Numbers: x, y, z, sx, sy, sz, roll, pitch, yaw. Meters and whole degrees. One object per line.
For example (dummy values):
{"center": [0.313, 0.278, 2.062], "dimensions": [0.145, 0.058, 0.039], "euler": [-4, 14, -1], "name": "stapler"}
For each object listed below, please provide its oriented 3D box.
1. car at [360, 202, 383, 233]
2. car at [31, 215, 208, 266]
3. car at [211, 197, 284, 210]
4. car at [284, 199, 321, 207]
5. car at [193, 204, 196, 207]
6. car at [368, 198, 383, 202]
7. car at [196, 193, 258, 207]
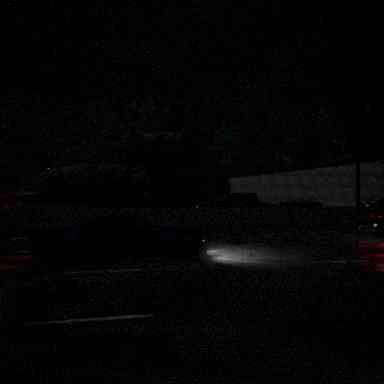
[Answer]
{"center": [11.556, 1.451, 17.117], "dimensions": [4.902, 1.511, 2.128], "euler": [0, 0, -11], "name": "car"}
{"center": [-2.254, 1.491, 10.929], "dimensions": [5.357, 1.411, 2.033], "euler": [0, 0, -11], "name": "car"}
{"center": [4.373, 1.387, 26.642], "dimensions": [4.902, 1.511, 2.128], "euler": [0, 0, -11], "name": "car"}
{"center": [12.531, 1.467, 38.982], "dimensions": [4.718, 1.301, 1.895], "euler": [0, 0, -9], "name": "car"}
{"center": [2.368, 1.386, 33.386], "dimensions": [4.674, 1.442, 1.812], "euler": [0, 0, -11], "name": "car"}
{"center": [20.718, 1.426, 36.869], "dimensions": [4.674, 1.442, 1.812], "euler": [0, 0, -11], "name": "car"}
{"center": [3.493, 1.100, 30.038], "dimensions": [5.566, 2.045, 2.150], "euler": [0, 0, -11], "name": "car"}
